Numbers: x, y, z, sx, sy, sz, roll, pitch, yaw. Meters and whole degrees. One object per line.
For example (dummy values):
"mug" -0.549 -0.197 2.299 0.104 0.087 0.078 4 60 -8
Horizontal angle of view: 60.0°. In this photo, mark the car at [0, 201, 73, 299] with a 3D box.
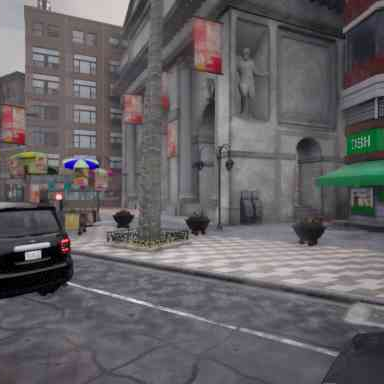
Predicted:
"car" -5.013 1.221 7.513 5.566 2.045 2.150 0 0 36

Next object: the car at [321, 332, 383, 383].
"car" 3.369 1.547 1.482 5.357 1.411 2.033 0 0 37
